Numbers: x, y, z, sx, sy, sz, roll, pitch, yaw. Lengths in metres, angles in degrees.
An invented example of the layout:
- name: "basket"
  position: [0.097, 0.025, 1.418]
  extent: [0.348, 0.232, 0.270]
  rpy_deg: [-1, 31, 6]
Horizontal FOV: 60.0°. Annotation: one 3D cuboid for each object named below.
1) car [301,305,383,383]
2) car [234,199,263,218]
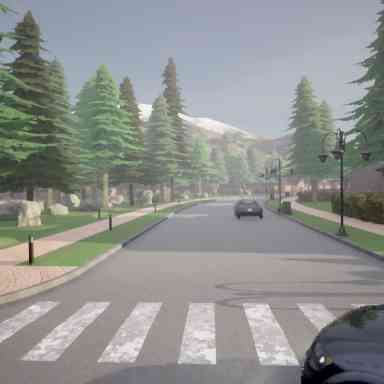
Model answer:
- name: "car"
  position: [2.995, 1.544, 2.421]
  extent: [1.994, 1.385, 4.181]
  rpy_deg: [-2, 1, -45]
- name: "car"
  position: [4.420, 1.276, 26.456]
  extent: [1.994, 1.385, 4.181]
  rpy_deg: [-1, 1, 5]
